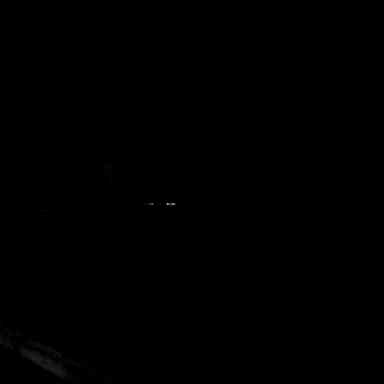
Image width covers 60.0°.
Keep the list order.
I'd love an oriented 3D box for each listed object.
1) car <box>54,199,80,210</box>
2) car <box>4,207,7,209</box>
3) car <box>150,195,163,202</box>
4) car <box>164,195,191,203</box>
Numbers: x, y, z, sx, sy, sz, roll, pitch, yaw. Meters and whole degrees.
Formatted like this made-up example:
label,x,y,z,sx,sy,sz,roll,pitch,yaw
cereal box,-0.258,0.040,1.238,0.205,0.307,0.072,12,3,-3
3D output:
label,x,y,z,sx,sy,sz,roll,pitch,yaw
car,-16.434,1.524,42.463,1.994,1.385,4.181,0,0,39
car,-21.213,1.318,42.101,2.097,1.767,4.553,0,0,39
car,-6.364,1.297,60.563,1.994,1.385,4.181,0,1,38
car,-2.298,1.242,60.042,2.033,1.411,5.357,0,1,37
